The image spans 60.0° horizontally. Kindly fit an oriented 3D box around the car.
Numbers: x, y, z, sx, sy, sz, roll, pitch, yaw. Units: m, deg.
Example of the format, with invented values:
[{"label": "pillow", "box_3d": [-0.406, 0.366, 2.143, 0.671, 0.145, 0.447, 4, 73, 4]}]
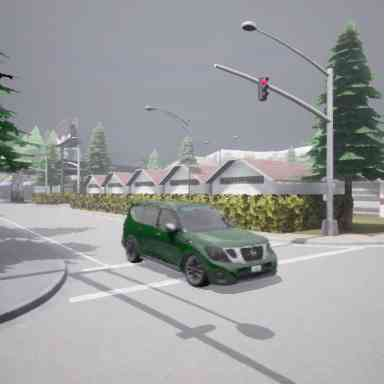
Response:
[{"label": "car", "box_3d": [-0.162, 1.350, 9.845, 2.150, 2.045, 5.566, 0, 1, -37]}]
